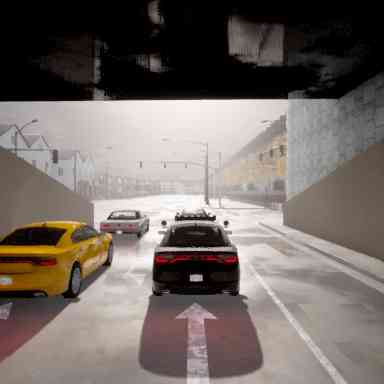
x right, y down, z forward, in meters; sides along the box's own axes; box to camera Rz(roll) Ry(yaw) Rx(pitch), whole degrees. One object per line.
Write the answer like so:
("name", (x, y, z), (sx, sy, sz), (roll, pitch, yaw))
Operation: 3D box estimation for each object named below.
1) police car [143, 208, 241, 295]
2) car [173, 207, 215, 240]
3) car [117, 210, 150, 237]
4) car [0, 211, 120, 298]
("police car", (0.087, 1.425, 8.890), (1.930, 1.638, 5.238), (0, 0, 0))
("car", (0.094, 1.564, 17.852), (1.994, 1.385, 4.181), (0, 0, 0))
("car", (-3.404, 1.601, 17.808), (1.895, 1.301, 4.718), (0, 0, 0))
("car", (-3.409, 1.478, 8.565), (1.882, 1.535, 5.008), (0, 0, 0))
